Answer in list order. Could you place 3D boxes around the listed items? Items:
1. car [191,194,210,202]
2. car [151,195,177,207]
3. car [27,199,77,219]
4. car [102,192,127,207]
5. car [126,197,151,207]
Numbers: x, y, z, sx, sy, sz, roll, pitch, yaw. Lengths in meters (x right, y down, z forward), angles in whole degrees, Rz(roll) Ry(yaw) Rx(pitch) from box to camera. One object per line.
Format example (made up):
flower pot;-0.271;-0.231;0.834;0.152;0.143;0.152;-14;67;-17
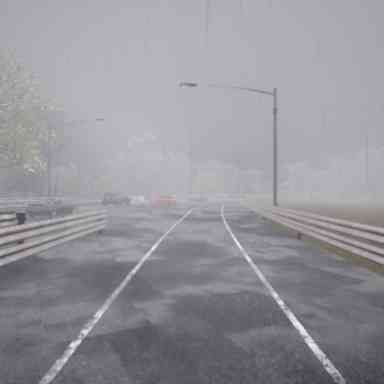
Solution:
car;1.989;1.414;71.028;2.128;1.511;4.902;0;0;14
car;-3.627;1.192;46.740;2.097;1.767;4.553;0;0;12
car;-11.161;1.288;26.984;2.128;1.511;4.902;0;0;11
car;-10.699;1.062;47.191;2.150;2.045;5.566;0;0;12
car;-7.145;1.366;46.970;1.812;1.442;4.674;0;0;12
